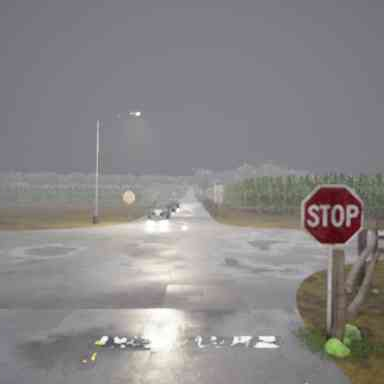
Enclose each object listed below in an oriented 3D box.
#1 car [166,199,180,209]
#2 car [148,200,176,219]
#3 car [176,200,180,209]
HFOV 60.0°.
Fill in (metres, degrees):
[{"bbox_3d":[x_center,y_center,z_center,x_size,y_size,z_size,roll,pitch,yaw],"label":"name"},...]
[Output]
[{"bbox_3d":[-2.837,1.819,50.725,1.895,1.301,4.718,0,0,0],"label":"car"},{"bbox_3d":[-2.853,1.577,30.271,2.128,1.511,4.902,0,0,0],"label":"car"},{"bbox_3d":[-2.848,1.693,40.114,2.033,1.411,5.357,0,0,0],"label":"car"}]
